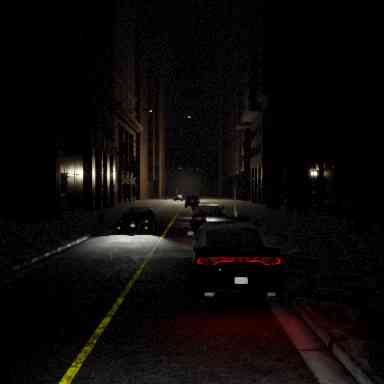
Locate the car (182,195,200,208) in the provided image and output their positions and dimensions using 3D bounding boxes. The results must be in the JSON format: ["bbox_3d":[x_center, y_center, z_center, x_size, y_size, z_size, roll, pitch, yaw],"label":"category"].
[{"bbox_3d":[0.055,1.299,46.789,2.097,1.767,4.553,0,0,0],"label":"car"}]

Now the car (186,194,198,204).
[{"bbox_3d":[0.050,1.272,60.082,2.097,1.767,4.553,0,0,0],"label":"car"}]

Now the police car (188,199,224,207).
[{"bbox_3d":[0.915,1.412,18.698,1.930,1.638,5.238,0,0,0],"label":"police car"}]

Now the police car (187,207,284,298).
[{"bbox_3d":[0.906,1.421,8.696,1.930,1.638,5.238,0,0,0],"label":"police car"}]

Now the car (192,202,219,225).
[{"bbox_3d":[0.920,1.507,24.588,1.812,1.442,4.674,0,0,0],"label":"car"}]

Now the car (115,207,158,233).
[{"bbox_3d":[-3.084,1.551,19.246,1.994,1.385,4.181,0,0,0],"label":"car"}]

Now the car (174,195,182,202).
[{"bbox_3d":[-2.940,1.381,72.228,2.128,1.511,4.902,0,0,0],"label":"car"}]
